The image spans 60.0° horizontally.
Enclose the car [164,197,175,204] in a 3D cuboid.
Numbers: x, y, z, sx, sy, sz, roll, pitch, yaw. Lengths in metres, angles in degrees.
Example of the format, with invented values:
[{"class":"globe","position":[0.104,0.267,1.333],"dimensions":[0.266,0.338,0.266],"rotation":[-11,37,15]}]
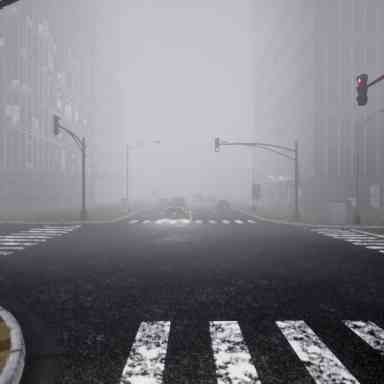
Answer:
[{"class":"car","position":[-4.294,1.574,63.843],"dimensions":[1.947,1.339,4.313],"rotation":[0,0,0]}]

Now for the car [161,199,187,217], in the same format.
[{"class":"car","position":[-1.588,1.623,31.821],"dimensions":[1.895,1.301,4.718],"rotation":[0,0,-1]}]

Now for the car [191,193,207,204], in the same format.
[{"class":"car","position":[1.129,1.231,62.788],"dimensions":[2.150,2.045,5.566],"rotation":[0,0,0]}]

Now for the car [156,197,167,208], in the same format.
[{"class":"car","position":[-4.173,1.600,47.260],"dimensions":[1.802,1.307,4.206],"rotation":[0,0,0]}]

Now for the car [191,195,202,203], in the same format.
[{"class":"car","position":[0.955,1.524,73.134],"dimensions":[2.128,1.511,4.902],"rotation":[0,0,0]}]

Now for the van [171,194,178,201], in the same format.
[{"class":"van","position":[-4.457,1.329,85.953],"dimensions":[1.690,1.788,3.998],"rotation":[0,0,0]}]

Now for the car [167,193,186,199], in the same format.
[{"class":"car","position":[-1.669,1.372,42.092],"dimensions":[2.097,1.767,4.553],"rotation":[0,0,-1]}]

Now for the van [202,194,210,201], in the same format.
[{"class":"van","position":[3.463,1.334,80.484],"dimensions":[1.690,1.788,3.998],"rotation":[0,0,0]}]

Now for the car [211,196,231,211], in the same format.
[{"class":"car","position":[3.798,1.586,41.792],"dimensions":[1.947,1.339,4.313],"rotation":[0,0,0]}]

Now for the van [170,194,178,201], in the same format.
[{"class":"van","position":[-4.417,1.334,80.425],"dimensions":[1.690,1.788,3.998],"rotation":[0,0,0]}]

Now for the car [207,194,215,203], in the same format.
[{"class":"car","position":[3.586,1.323,63.901],"dimensions":[2.192,1.841,5.009],"rotation":[0,0,0]}]

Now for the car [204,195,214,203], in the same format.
[{"class":"car","position":[3.545,1.443,69.429],"dimensions":[1.967,1.590,4.097],"rotation":[0,0,0]}]

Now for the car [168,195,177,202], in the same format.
[{"class":"car","position":[-4.376,1.438,74.898],"dimensions":[1.967,1.590,4.097],"rotation":[0,0,0]}]

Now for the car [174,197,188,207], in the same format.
[{"class":"car","position":[-1.753,1.561,54.741],"dimensions":[2.033,1.411,5.357],"rotation":[0,0,0]}]
